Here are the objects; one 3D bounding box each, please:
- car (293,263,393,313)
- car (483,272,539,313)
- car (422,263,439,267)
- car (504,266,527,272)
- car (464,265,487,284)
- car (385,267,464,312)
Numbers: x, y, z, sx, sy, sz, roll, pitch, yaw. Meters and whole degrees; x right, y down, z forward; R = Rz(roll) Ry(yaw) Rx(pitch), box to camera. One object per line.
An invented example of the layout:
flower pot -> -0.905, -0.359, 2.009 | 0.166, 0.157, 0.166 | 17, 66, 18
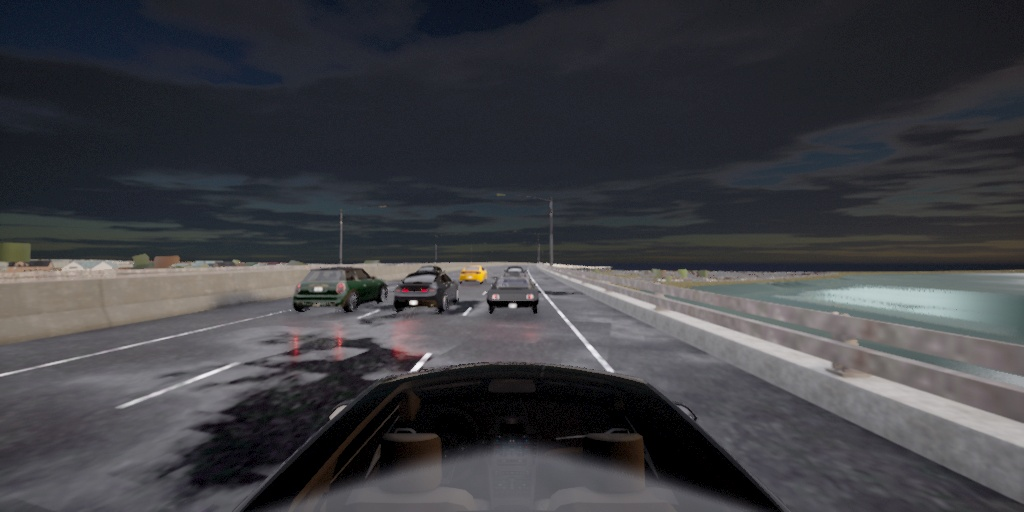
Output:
car -> -6.923, 1.241, 15.006 | 2.097, 1.767, 4.553 | 0, -1, 1
car -> 0.070, 1.487, 14.783 | 1.895, 1.301, 4.718 | 0, -1, 1
car -> -6.738, 1.567, 30.021 | 1.837, 1.490, 4.892 | 0, 0, 1
car -> 0.273, 1.586, 30.322 | 1.812, 1.442, 4.674 | 0, 0, 2
car -> -3.216, 1.544, 30.715 | 1.882, 1.535, 5.008 | 0, 0, 2
car -> -3.424, 1.397, 15.038 | 1.837, 1.490, 4.892 | 0, 0, 1
